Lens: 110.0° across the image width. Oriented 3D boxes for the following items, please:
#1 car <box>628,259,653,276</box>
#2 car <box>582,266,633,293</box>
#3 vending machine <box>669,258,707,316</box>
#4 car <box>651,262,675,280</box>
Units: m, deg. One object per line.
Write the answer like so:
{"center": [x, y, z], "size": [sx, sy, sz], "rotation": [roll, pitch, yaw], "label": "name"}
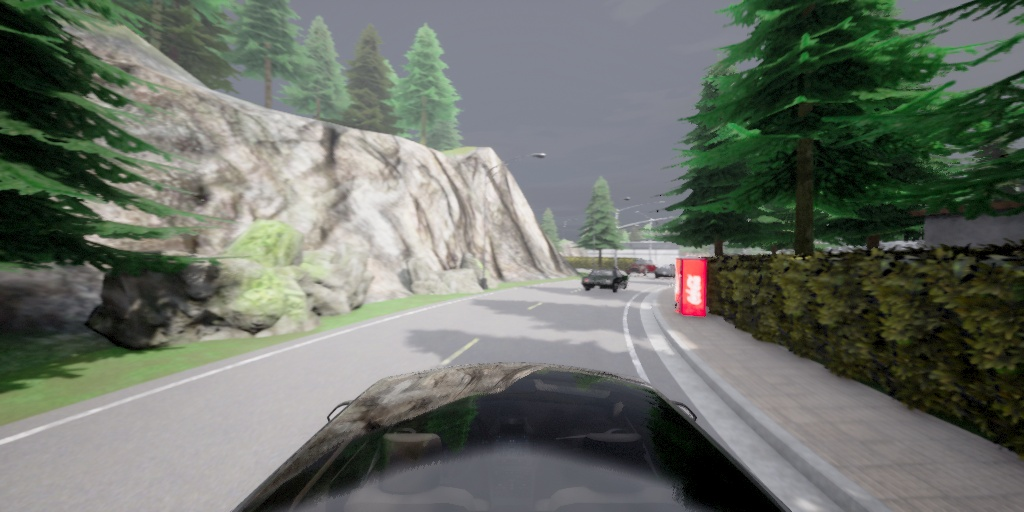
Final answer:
{"center": [14.058, 1.155, 38.888], "size": [2.097, 1.767, 4.553], "rotation": [1, 0, 40], "label": "car"}
{"center": [5.869, 1.466, 22.069], "size": [1.895, 1.301, 4.718], "rotation": [1, 0, 29], "label": "car"}
{"center": [6.098, 1.049, 12.255], "size": [1.100, 2.100, 0.880], "rotation": [0, 0, 19], "label": "vending machine"}
{"center": [15.847, 1.591, 35.794], "size": [1.994, 1.385, 4.181], "rotation": [1, 0, 40], "label": "car"}
